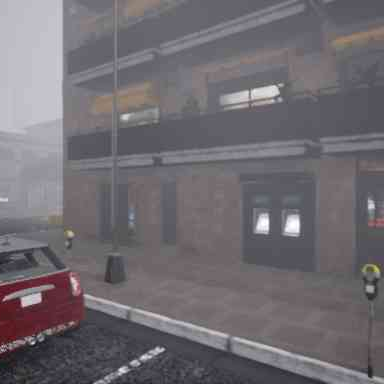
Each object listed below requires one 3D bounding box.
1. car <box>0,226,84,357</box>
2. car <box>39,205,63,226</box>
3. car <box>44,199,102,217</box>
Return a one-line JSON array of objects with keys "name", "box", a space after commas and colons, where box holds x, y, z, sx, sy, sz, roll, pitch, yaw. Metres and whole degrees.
[{"name": "car", "box": [-3.691, 1.444, 5.506, 4.097, 1.590, 1.967, 0, 0, 36]}, {"name": "car", "box": [-7.155, 1.440, 21.219, 1.752, 1.417, 4.829, 1, 1, 36]}, {"name": "car", "box": [-10.797, 1.394, 30.478, 1.752, 1.417, 4.829, 1, 1, 36]}]
